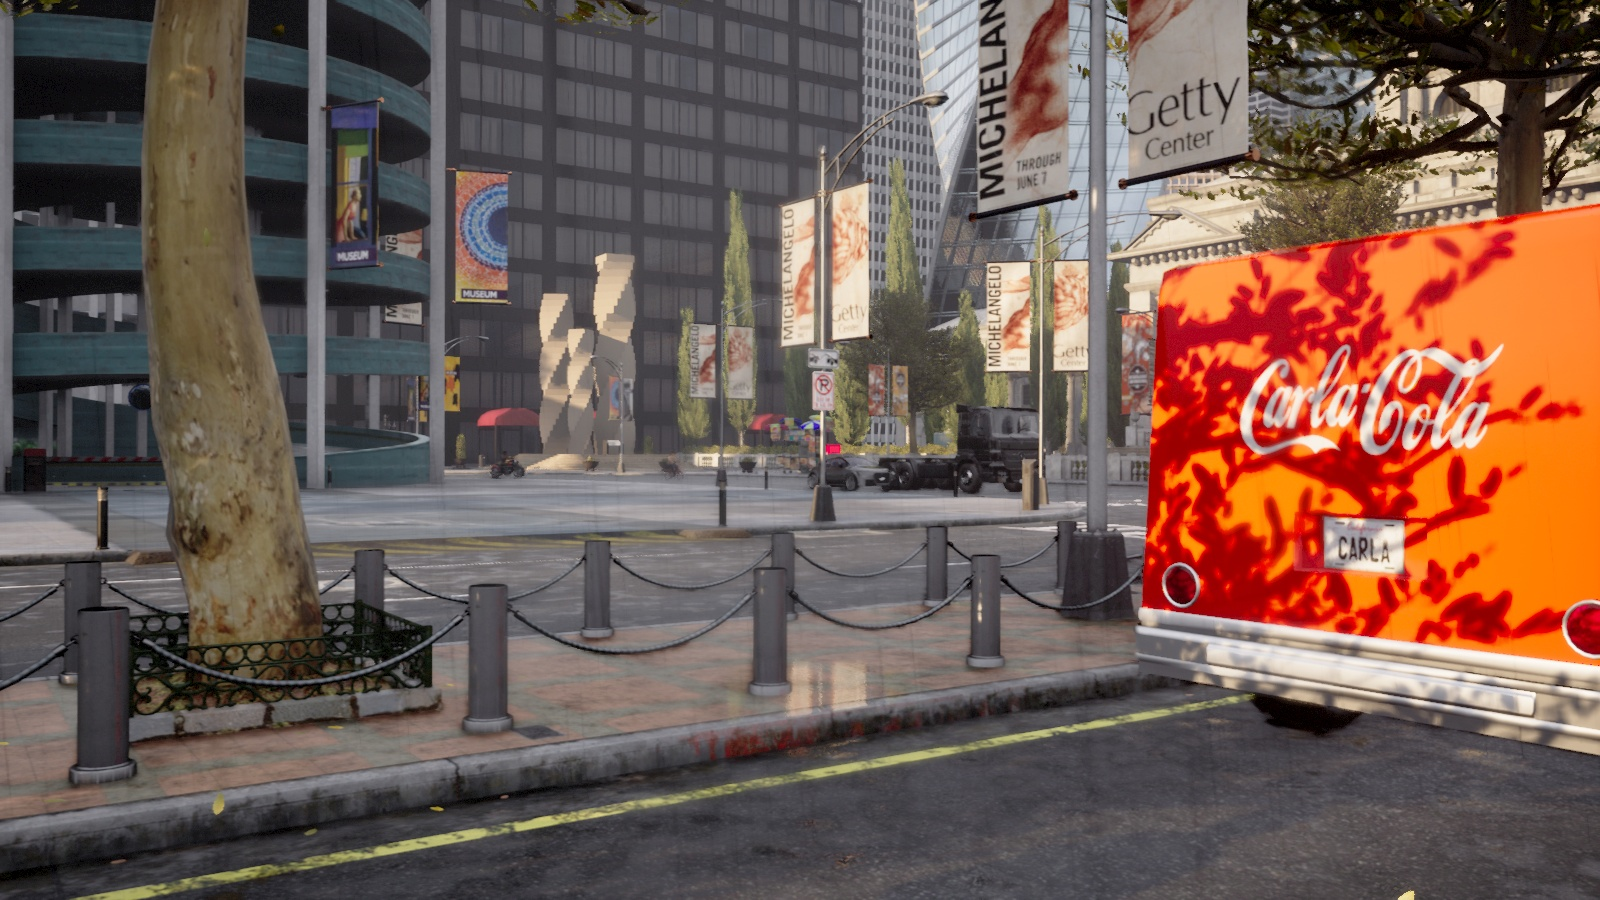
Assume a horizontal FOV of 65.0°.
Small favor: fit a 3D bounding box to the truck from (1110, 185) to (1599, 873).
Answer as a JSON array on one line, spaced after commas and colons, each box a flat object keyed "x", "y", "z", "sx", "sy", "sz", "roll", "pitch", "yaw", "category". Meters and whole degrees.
[{"x": 4.459, "y": 0.275, "z": 6.764, "sx": 5.204, "sy": 2.467, "sz": 2.627, "roll": 0, "pitch": 0, "yaw": -35, "category": "truck"}]

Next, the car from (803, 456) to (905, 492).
[{"x": 2.153, "y": 0.954, "z": 51.118, "sx": 1.994, "sy": 1.385, "sz": 4.181, "roll": 0, "pitch": 0, "yaw": -35, "category": "car"}]

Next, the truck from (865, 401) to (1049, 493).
[{"x": 6.254, "y": -0.097, "z": 51.348, "sx": 2.891, "sy": 3.462, "sz": 7.936, "roll": 0, "pitch": 0, "yaw": -35, "category": "truck"}]

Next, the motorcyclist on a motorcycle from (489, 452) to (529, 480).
[{"x": -17.341, "y": 0.938, "z": 74.847, "sx": 2.350, "sy": 1.649, "sz": 0.766, "roll": 0, "pitch": 0, "yaw": 22, "category": "motorcyclist on a motorcycle"}]
